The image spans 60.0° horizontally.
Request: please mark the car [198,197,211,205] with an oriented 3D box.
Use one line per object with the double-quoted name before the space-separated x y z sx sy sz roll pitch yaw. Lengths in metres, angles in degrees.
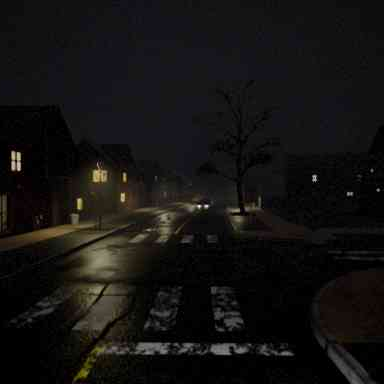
"car" 2.204 1.512 58.118 2.033 1.411 5.357 0 0 9
